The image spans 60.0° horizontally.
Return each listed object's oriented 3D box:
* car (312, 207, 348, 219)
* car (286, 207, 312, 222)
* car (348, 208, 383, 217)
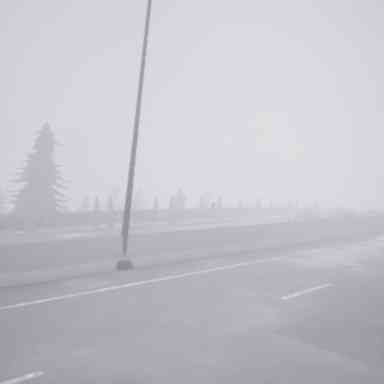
[{"bbox_3d":[14.590,2.293,33.111,4.902,1.511,2.128,1,-2,-38],"label":"car"},{"bbox_3d":[12.103,2.400,35.610,4.902,1.511,2.128,1,-2,-38],"label":"car"},{"bbox_3d":[16.341,2.246,30.041,4.181,1.385,1.994,1,-2,-38],"label":"car"}]
